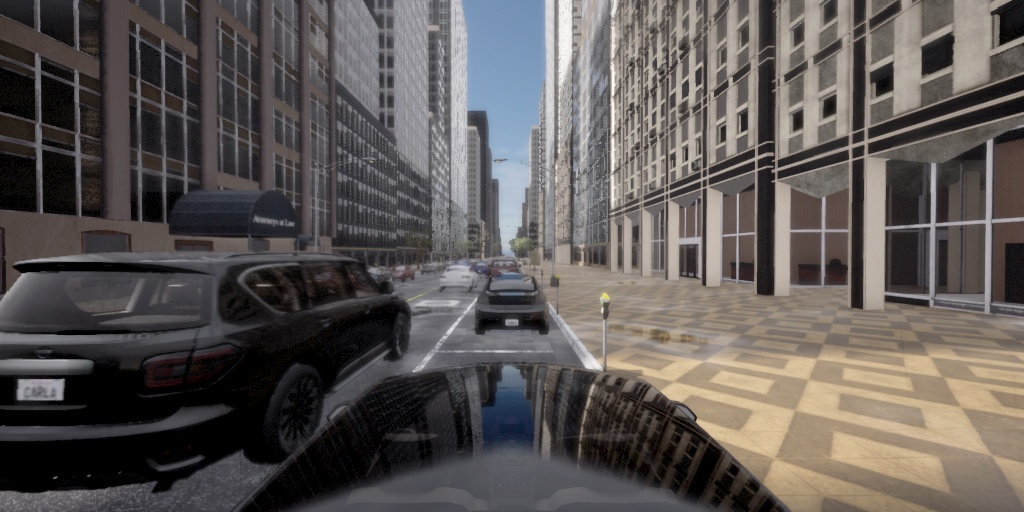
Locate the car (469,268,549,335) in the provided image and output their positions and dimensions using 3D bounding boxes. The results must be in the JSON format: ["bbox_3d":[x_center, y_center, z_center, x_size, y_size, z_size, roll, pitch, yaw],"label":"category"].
[{"bbox_3d":[-0.001,1.252,10.501,1.837,1.490,4.892,0,0,0],"label":"car"}]

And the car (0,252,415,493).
[{"bbox_3d":[-3.145,0.973,5.074,2.150,2.045,5.566,0,0,0],"label":"car"}]

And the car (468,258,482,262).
[{"bbox_3d":[-3.095,1.269,36.483,1.812,1.442,4.674,0,0,0],"label":"car"}]

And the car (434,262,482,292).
[{"bbox_3d":[-3.095,1.272,21.408,1.812,1.442,4.674,0,0,0],"label":"car"}]

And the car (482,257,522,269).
[{"bbox_3d":[-0.457,1.061,22.523,2.192,1.841,5.009,0,0,0],"label":"car"}]

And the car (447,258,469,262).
[{"bbox_3d":[-6.200,1.219,43.366,1.882,1.535,5.008,0,0,1],"label":"car"}]

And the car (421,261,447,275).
[{"bbox_3d":[-8.837,1.293,39.574,2.007,1.370,4.403,0,0,0],"label":"car"}]
